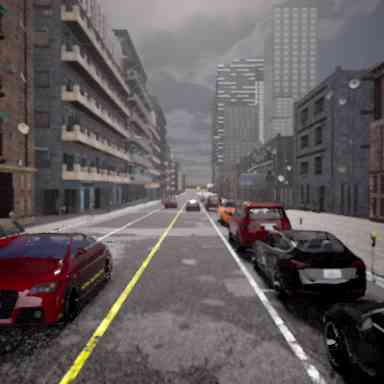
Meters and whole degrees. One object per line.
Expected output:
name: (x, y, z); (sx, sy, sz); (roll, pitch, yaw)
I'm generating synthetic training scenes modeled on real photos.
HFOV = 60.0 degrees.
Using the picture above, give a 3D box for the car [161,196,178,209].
car: (-2.984, 1.683, 47.759); (1.895, 1.301, 4.718); (0, 0, 0)

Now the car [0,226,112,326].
car: (-3.085, 1.578, 7.113); (1.994, 1.385, 4.181); (0, 0, 0)

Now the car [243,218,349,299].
car: (2.662, 1.582, 8.368); (1.947, 1.339, 4.313); (-1, 0, 0)

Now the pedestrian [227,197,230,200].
pedestrian: (3.058, 1.344, 27.772); (0.375, 1.860, 0.375); (-1, 1, 0)

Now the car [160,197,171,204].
car: (-5.558, 1.694, 69.717); (1.802, 1.307, 4.206); (-1, 0, 0)

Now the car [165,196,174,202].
car: (-5.535, 1.668, 80.877); (1.887, 1.381, 4.507); (-1, 0, 0)

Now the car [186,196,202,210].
car: (0.134, 1.622, 43.476); (2.033, 1.411, 5.357); (0, 0, 1)

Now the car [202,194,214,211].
car: (2.727, 1.387, 41.846); (2.192, 1.841, 5.009); (-1, 0, 0)

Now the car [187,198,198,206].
car: (0.120, 1.696, 57.574); (1.895, 1.301, 4.718); (0, 0, 0)

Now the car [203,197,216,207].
car: (2.778, 1.614, 53.176); (1.752, 1.417, 4.829); (-1, 0, 0)

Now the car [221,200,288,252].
car: (2.668, 1.341, 13.948); (2.192, 1.841, 5.009); (-1, 0, 0)

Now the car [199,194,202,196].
car: (2.834, 1.698, 75.325); (1.802, 1.307, 4.206); (-1, 0, 0)

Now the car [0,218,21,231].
car: (-5.687, 1.458, 8.335); (1.967, 1.590, 4.097); (-1, 0, 0)

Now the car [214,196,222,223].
car: (3.052, 1.396, 24.981); (2.097, 1.767, 4.553); (0, 0, 0)

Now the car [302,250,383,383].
car: (2.650, 1.571, 2.788); (1.947, 1.339, 4.313); (-1, 0, 0)
